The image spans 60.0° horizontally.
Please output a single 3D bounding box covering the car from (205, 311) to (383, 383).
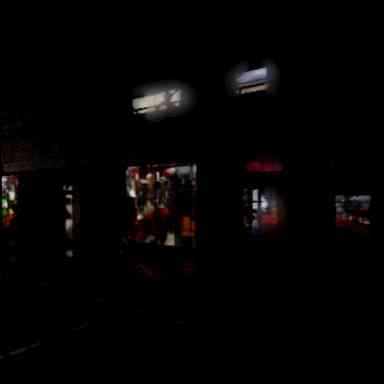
[{"bbox_3d":[2.287,1.314,1.255,5.009,1.841,2.192,0,0,35],"label":"car"}]
